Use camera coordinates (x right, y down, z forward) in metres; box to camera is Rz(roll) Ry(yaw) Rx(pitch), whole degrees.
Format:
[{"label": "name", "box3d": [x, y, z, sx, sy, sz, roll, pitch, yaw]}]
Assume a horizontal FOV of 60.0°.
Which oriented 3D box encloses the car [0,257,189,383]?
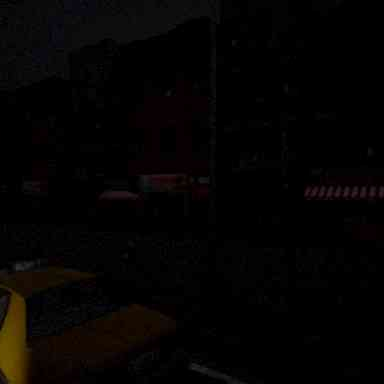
[{"label": "car", "box3d": [-2.323, 1.565, 4.459, 4.829, 1.417, 1.752, -1, 0, 35]}]
